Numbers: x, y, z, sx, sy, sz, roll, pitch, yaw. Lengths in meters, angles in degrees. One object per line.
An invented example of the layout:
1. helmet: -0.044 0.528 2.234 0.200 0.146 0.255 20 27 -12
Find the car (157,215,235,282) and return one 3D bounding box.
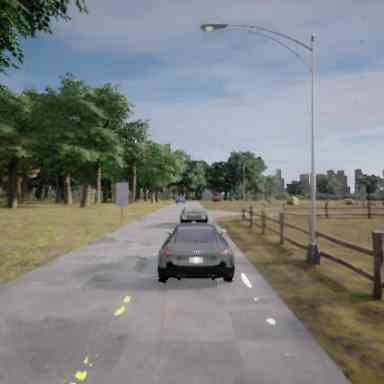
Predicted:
1. car: 0.109 1.598 9.929 1.994 1.385 4.181 0 0 0

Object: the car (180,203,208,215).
1. car: 0.137 1.700 23.826 1.895 1.301 4.718 0 0 0

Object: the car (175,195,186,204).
1. car: -2.650 1.775 76.188 2.150 2.045 5.566 0 -1 0

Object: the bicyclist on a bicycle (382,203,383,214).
1. bicyclist on a bicycle: 19.958 1.554 34.160 0.582 1.620 1.656 0 0 0
